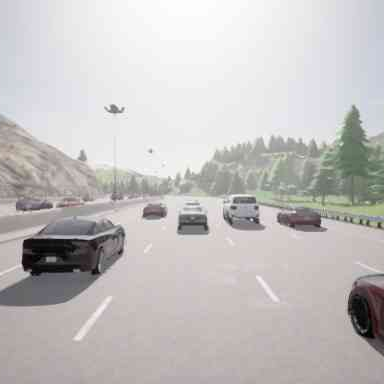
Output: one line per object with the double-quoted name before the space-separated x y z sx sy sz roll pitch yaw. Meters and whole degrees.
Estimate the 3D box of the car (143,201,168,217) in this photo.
"car" -3.398 1.565 31.276 1.994 1.385 4.181 0 0 0

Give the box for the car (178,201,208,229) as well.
"car" 0.071 1.549 21.522 2.033 1.411 5.357 0 0 0

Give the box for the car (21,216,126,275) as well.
"car" -3.399 1.478 10.502 1.882 1.535 5.008 0 0 0

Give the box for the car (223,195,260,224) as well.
"car" 3.601 1.223 25.007 2.150 2.045 5.566 0 0 0

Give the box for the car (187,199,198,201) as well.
"car" 0.076 1.550 40.715 2.033 1.411 5.357 0 0 0

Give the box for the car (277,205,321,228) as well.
"car" 7.102 1.566 22.468 1.994 1.385 4.181 0 0 0

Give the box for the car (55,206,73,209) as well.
"car" -14.086 1.352 38.597 2.097 1.767 4.553 0 0 0

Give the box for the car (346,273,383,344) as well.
"car" 3.601 1.564 3.934 1.994 1.385 4.181 0 0 0
